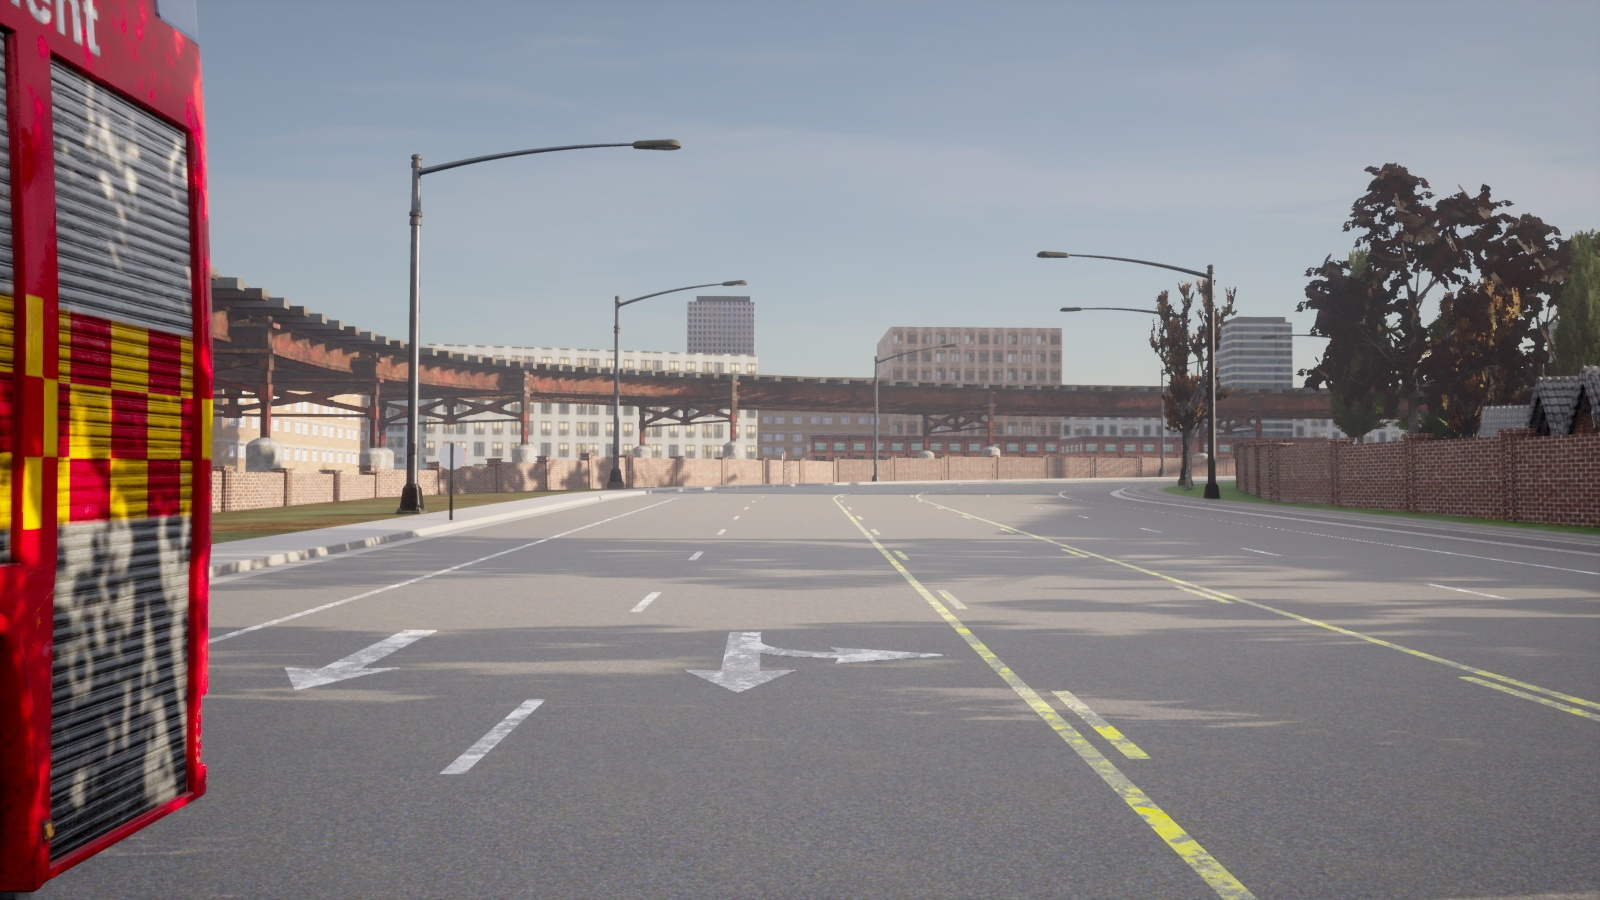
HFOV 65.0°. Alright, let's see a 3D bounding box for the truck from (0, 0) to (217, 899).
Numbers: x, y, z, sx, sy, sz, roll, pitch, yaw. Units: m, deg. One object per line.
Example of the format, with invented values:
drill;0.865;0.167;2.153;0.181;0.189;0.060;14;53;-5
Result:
truck;-3.504;-0.332;0.213;2.891;3.827;8.468;0;-1;0
